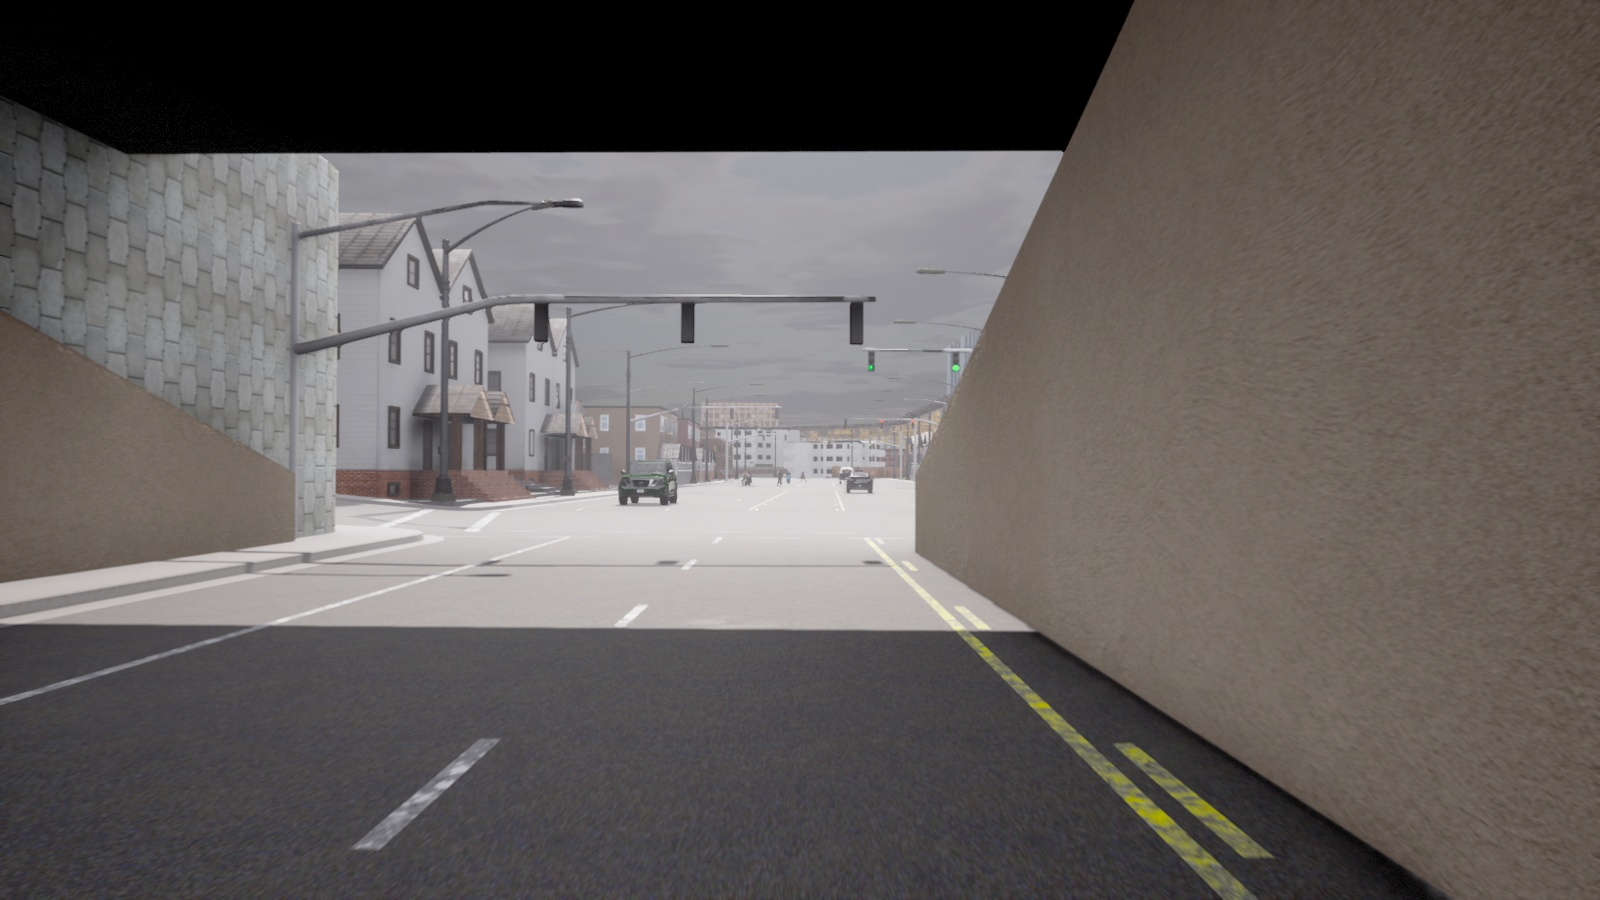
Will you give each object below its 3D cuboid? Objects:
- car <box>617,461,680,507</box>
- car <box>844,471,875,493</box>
[{"bbox_3d":[-6.953,1.532,58.220,2.150,2.045,5.566,0,0,1],"label":"car"},{"bbox_3d":[4.259,2.264,90.216,2.128,1.511,4.902,0,-1,1],"label":"car"}]
